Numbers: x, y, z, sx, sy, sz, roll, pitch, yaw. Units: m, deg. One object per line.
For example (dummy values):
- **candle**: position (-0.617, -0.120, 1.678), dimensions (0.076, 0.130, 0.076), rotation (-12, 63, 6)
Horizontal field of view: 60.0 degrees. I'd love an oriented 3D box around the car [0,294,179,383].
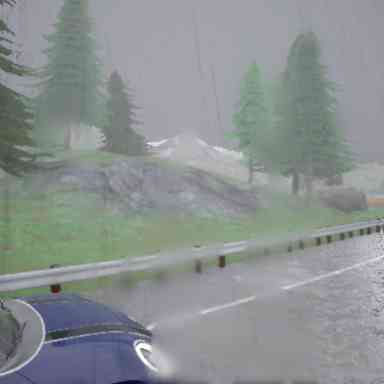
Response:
- **car**: position (-2.297, 1.364, 2.276), dimensions (4.553, 1.767, 2.097), rotation (0, 0, -35)
